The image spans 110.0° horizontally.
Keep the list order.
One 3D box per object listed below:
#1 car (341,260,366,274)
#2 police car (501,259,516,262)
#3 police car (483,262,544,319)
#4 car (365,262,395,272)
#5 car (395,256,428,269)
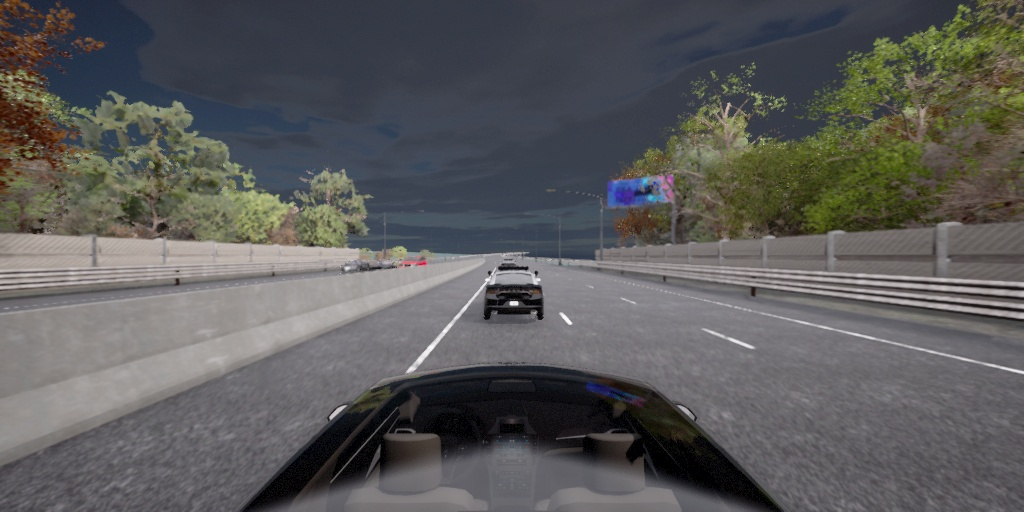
[{"bbox_3d":[-18.083,1.241,41.693,2.128,1.511,4.902,0,0,-1],"label":"car"},{"bbox_3d":[-0.448,1.169,43.962,1.930,1.638,5.238,0,0,-1],"label":"police car"},{"bbox_3d":[0.044,1.175,13.017,1.930,1.638,5.238,0,0,0],"label":"police car"},{"bbox_3d":[-14.565,1.350,40.810,1.895,1.301,4.718,0,0,-1],"label":"car"},{"bbox_3d":[-11.057,0.970,40.553,2.150,2.045,5.566,0,0,-1],"label":"car"}]
